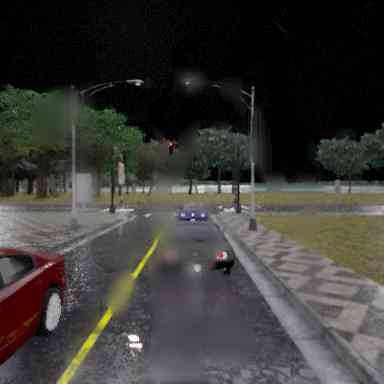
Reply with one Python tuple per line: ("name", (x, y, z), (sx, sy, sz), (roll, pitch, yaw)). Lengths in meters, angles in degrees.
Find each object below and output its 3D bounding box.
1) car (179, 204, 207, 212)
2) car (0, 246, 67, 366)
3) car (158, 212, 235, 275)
("car", (0.083, 1.425, 22.511), (1.895, 1.301, 4.718), (0, 0, 1))
("car", (-3.096, 1.447, 3.744), (1.882, 1.535, 5.008), (0, 0, 0))
("car", (0.087, 1.521, 10.155), (1.895, 1.301, 4.718), (0, 0, 0))
